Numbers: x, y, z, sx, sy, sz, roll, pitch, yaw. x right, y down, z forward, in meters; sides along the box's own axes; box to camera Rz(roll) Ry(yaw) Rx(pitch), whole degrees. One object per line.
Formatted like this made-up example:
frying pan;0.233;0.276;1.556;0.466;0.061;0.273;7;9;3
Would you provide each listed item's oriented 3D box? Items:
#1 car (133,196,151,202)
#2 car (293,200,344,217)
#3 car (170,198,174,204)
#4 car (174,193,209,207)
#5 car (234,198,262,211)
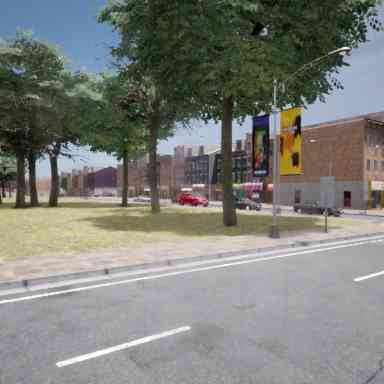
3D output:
car;-10.391;1.448;69.023;1.895;1.301;4.718;1;0;-35
car;12.178;1.588;32.240;1.837;1.490;4.892;1;0;-35
car;-1.967;1.385;57.201;2.128;1.511;4.902;1;0;-35
car;0.151;1.136;49.165;2.150;2.045;5.566;1;0;-35
car;6.352;1.496;40.431;1.837;1.490;4.892;1;0;-35
